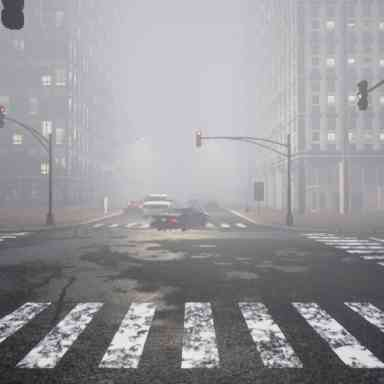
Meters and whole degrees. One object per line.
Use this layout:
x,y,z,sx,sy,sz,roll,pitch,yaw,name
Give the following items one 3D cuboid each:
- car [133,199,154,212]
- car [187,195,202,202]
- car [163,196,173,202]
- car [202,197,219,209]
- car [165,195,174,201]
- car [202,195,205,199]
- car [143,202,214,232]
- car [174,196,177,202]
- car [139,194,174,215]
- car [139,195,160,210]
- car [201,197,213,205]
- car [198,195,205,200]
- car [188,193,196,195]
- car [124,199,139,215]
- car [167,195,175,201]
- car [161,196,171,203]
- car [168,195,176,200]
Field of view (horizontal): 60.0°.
-5.677,1.597,39.307,1.802,1.307,4.206,1,0,0,car
0.100,1.584,53.473,1.994,1.385,4.181,0,0,0,car
-5.675,1.582,78.333,2.008,1.369,4.403,1,0,0,car
2.703,1.599,44.944,1.802,1.307,4.206,1,0,0,car
-5.675,1.578,83.908,1.887,1.381,4.507,1,0,0,car
2.706,1.547,56.270,1.752,1.417,4.829,1,0,0,car
-0.615,1.555,20.257,2.033,1.411,5.357,0,0,22,car
-3.097,1.541,40.219,1.812,1.442,4.674,0,0,0,car
-3.097,1.233,30.297,2.150,2.045,5.566,0,0,0,car
-5.671,1.332,44.882,2.192,1.841,5.009,1,0,0,car
2.705,1.590,61.677,1.947,1.339,4.313,1,0,0,car
2.706,1.584,95.140,1.887,1.381,4.507,1,0,0,car
0.078,1.250,70.837,2.150,2.045,5.566,0,0,0,car
-5.674,1.453,33.732,1.967,1.590,4.097,1,0,0,car
-5.675,1.587,89.483,2.008,1.369,4.403,1,0,0,car
-5.675,1.573,72.758,1.887,1.381,4.507,1,0,0,car
-5.675,1.605,95.059,1.947,1.339,4.313,1,0,0,car
